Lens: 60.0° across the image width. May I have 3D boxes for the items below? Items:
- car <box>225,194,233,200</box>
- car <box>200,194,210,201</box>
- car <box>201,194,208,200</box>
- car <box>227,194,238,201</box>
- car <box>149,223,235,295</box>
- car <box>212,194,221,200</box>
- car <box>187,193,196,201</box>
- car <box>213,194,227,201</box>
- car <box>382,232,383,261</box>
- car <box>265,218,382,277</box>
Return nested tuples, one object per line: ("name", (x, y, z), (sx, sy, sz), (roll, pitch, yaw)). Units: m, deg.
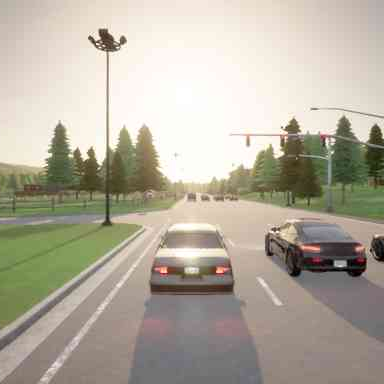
("car", (10.460, 1.356, 93.981), (1.812, 1.442, 4.674), (0, 0, 0))
("car", (3.464, 1.531, 83.558), (2.033, 1.411, 5.357), (0, 0, 0))
("car", (3.460, 1.310, 93.978), (1.882, 1.535, 5.008), (0, 0, 0))
("car", (10.464, 1.587, 84.007), (1.895, 1.301, 4.718), (0, 0, 0))
("car", (0.001, 1.547, 8.871), (2.033, 1.411, 5.357), (0, 0, 0))
("car", (6.960, 1.372, 93.979), (2.033, 1.411, 5.357), (0, 0, 0))
("car", (-0.036, 1.217, 83.586), (2.150, 2.045, 5.566), (0, 0, 0))
("car", (6.964, 1.347, 83.946), (2.097, 1.767, 4.553), (0, 0, 0))
("car", (7.004, 1.564, 9.610), (1.994, 1.385, 4.181), (0, 0, 1))
("car", (3.515, 1.526, 10.149), (1.812, 1.442, 4.674), (0, 0, 0))
